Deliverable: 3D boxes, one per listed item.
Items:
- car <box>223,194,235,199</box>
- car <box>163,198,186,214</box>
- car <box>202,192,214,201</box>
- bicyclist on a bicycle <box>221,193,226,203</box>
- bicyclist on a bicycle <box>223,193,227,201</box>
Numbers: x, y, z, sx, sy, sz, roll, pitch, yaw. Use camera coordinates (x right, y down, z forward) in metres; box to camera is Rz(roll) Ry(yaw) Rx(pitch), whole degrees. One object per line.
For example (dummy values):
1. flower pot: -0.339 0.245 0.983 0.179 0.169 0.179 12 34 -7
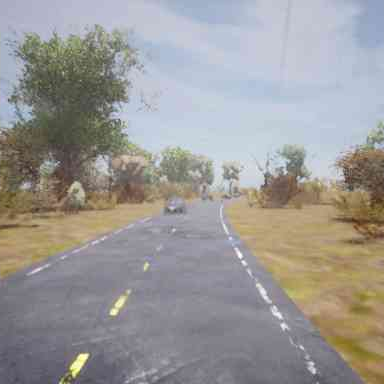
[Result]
1. car: 9.608 1.239 89.593 1.895 1.301 4.718 0 0 13
2. car: -1.679 1.388 33.629 2.128 1.511 4.902 0 0 5
3. car: 3.538 0.984 73.932 2.150 2.045 5.566 0 0 9
4. bicyclist on a bicycle: 5.869 1.277 64.587 0.582 1.620 1.656 0 0 9
5. bicyclist on a bicycle: 7.333 1.174 73.418 0.659 1.776 1.843 0 0 10
